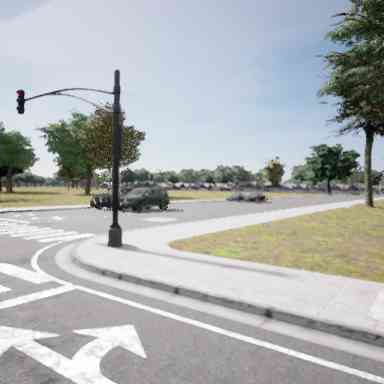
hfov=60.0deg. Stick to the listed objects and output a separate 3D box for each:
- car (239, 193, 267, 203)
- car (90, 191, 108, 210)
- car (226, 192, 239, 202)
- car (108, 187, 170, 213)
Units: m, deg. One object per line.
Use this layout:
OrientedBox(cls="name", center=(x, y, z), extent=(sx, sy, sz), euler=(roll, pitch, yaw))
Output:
OrientedBox(cls="car", center=(9.242, 0.827, 48.476), extent=(1.882, 1.535, 5.008), euler=(1, 1, 36))
OrientedBox(cls="car", center=(-6.794, 0.583, 31.211), extent=(2.150, 2.045, 5.566), euler=(1, 1, 35))
OrientedBox(cls="car", center=(6.885, 0.807, 50.767), extent=(1.812, 1.442, 4.674), euler=(1, 1, 35))
OrientedBox(cls="car", center=(-4.233, 0.650, 29.206), extent=(2.150, 2.045, 5.566), euler=(1, 1, 35))
